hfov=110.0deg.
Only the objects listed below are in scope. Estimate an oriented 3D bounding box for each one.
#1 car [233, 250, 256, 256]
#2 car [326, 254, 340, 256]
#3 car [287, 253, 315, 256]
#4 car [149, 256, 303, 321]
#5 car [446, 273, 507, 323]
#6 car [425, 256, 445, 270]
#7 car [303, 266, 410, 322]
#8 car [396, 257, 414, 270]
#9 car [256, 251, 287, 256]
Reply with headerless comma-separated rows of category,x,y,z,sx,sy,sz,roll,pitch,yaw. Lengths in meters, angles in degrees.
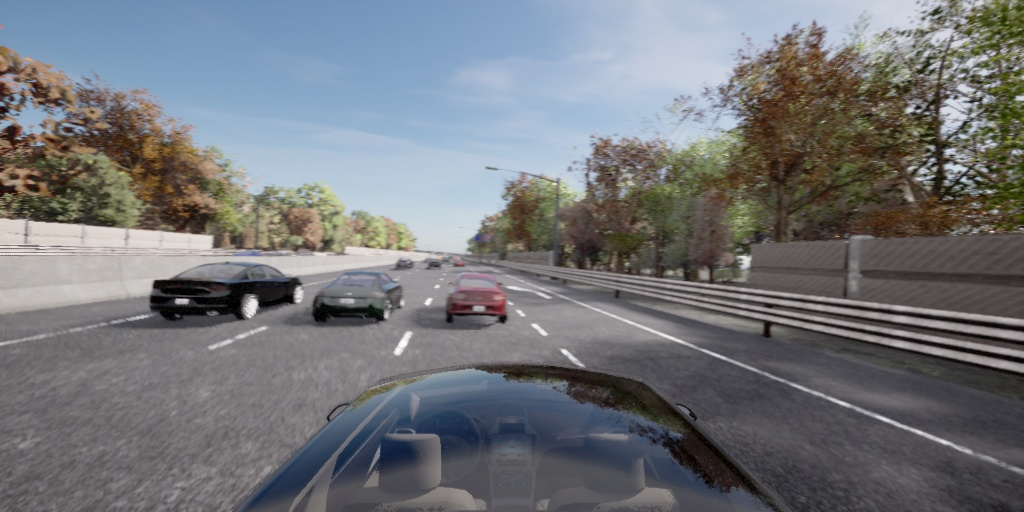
car,-35.165,-0.036,47.835,1.812,1.442,4.674,3,0,-8
car,-24.843,0.454,49.631,1.812,1.442,4.674,3,0,-8
car,-28.284,0.291,49.050,1.812,1.442,4.674,3,0,-8
car,-8.128,0.913,10.861,1.882,1.535,5.008,3,0,-9
car,-1.259,1.289,12.189,1.812,1.442,4.674,3,0,-9
car,-10.787,1.093,50.529,1.837,1.490,4.892,3,0,-9
car,-4.693,1.163,11.513,1.994,1.385,4.181,3,0,-9
car,-13.572,0.916,45.671,2.128,1.511,4.902,3,0,-9
car,-31.731,0.094,48.486,2.128,1.511,4.902,3,0,-8
